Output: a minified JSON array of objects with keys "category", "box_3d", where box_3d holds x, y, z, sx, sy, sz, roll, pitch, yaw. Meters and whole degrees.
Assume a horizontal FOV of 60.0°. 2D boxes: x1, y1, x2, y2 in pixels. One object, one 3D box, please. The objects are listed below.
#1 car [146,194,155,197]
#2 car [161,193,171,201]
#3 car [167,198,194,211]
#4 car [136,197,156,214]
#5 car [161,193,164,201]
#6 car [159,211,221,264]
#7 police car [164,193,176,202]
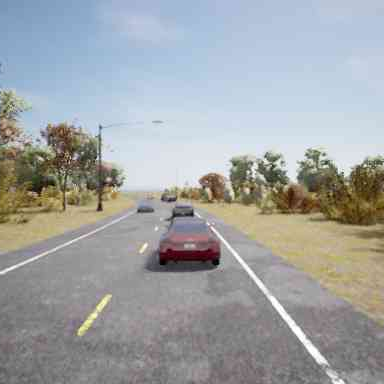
[{"category":"car","box_3d":[-9.741,1.198,77.626,1.882,1.535,5.008,0,0,-9]},{"category":"car","box_3d":[-7.105,1.326,89.177,2.150,2.045,5.566,0,0,-10]},{"category":"car","box_3d":[-0.831,1.543,28.998,2.128,1.511,4.902,0,0,-3]},{"category":"car","box_3d":[-5.076,1.591,37.137,1.812,1.442,4.674,0,0,-5]},{"category":"car","box_3d":[-6.048,1.608,83.205,1.837,1.490,4.892,0,0,-10]},{"category":"car","box_3d":[-0.110,1.589,11.941,1.994,1.385,4.181,0,0,-1]},{"category":"police car","box_3d":[-4.480,1.523,73.384,1.930,1.638,5.238,0,0,-8]}]
